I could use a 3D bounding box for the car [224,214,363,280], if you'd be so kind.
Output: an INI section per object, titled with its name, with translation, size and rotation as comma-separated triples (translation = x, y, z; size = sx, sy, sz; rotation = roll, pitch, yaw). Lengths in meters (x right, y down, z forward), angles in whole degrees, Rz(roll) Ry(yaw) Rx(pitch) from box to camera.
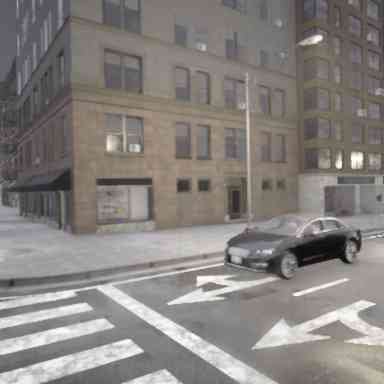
[car]
translation = 3.134, 1.435, 9.897
size = 4.902, 1.511, 2.128
rotation = -1, 0, -35
